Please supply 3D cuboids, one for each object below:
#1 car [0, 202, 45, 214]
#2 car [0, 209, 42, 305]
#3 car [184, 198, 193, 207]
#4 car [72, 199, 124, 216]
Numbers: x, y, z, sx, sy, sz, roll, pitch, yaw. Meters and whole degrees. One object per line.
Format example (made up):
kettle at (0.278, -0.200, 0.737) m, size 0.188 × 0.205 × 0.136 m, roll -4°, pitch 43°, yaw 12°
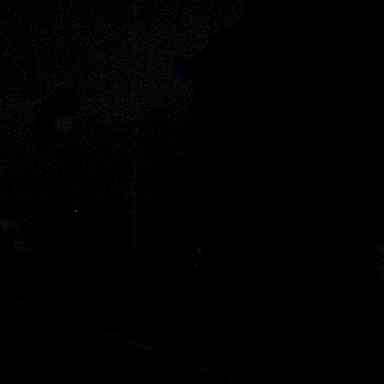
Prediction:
car at (-14.454, 1.459, 26.157) m, size 2.033 × 1.411 × 5.357 m, roll 0°, pitch 0°, yaw 36°
car at (-5.497, 1.329, 6.733) m, size 5.009 × 1.841 × 2.192 m, roll 0°, pitch 0°, yaw 36°
car at (0.730, 1.412, 47.137) m, size 1.994 × 1.385 × 4.181 m, roll 0°, pitch 0°, yaw 36°
car at (-8.260, 1.375, 29.692) m, size 2.128 × 1.511 × 4.902 m, roll 0°, pitch 0°, yaw 36°
